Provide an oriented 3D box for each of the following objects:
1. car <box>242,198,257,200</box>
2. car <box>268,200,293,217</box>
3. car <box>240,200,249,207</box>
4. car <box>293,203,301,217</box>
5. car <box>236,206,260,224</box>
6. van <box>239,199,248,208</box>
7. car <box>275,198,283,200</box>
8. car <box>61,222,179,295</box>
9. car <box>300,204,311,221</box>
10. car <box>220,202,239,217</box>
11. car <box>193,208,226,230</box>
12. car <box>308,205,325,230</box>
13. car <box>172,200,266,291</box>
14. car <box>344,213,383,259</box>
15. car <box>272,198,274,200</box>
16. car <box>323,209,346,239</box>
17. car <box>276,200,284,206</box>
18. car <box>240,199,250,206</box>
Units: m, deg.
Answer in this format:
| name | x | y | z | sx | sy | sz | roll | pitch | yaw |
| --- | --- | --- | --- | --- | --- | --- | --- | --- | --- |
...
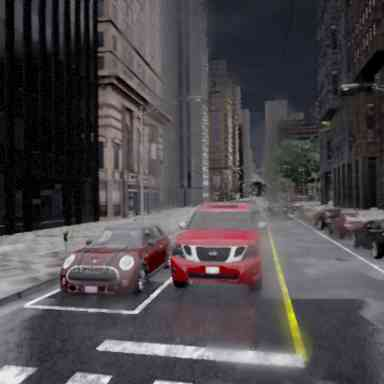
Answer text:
| name | x | y | z | sx | sy | sz | roll | pitch | yaw |
| --- | --- | --- | --- | --- | --- | --- | --- | --- | --- |
| car | 3.125 | 1.564 | 20.354 | 2.150 | 2.045 | 5.566 | -1 | -1 | 11 |
| car | 10.079 | 2.077 | 38.546 | 2.128 | 1.511 | 4.902 | -1 | -1 | 12 |
| car | 12.486 | 2.714 | 79.126 | 1.967 | 1.590 | 4.097 | -1 | -1 | 12 |
| car | 12.004 | 2.035 | 34.405 | 2.008 | 1.369 | 4.403 | -1 | -1 | 12 |
| car | 5.286 | 2.053 | 30.790 | 2.033 | 1.411 | 5.357 | -1 | -1 | 12 |
| van | 11.381 | 2.535 | 73.753 | 1.690 | 1.788 | 3.998 | -1 | -1 | 12 |
| car | 18.213 | 2.327 | 66.511 | 2.097 | 1.767 | 4.553 | -1 | -1 | 12 |
| car | -1.860 | 1.645 | 9.284 | 1.967 | 1.590 | 4.097 | -1 | -1 | 11 |
| car | 10.934 | 1.928 | 29.198 | 1.752 | 1.417 | 4.829 | -1 | -1 | 12 |
| car | 4.758 | 2.148 | 41.502 | 1.967 | 1.590 | 4.097 | -1 | -1 | 12 |
| car | 1.447 | 2.001 | 25.375 | 1.887 | 1.381 | 4.507 | -1 | -1 | 12 |
| car | 9.796 | 1.881 | 23.657 | 1.947 | 1.339 | 4.313 | -1 | -1 | 12 |
| car | 1.001 | 1.402 | 9.994 | 2.150 | 2.045 | 5.566 | -1 | -1 | 12 |
| car | 7.588 | 1.713 | 12.909 | 1.947 | 1.339 | 4.313 | -1 | -1 | 12 |
| car | 23.040 | 2.608 | 88.149 | 2.192 | 1.841 | 5.009 | -1 | -1 | 12 |
| car | 8.693 | 1.813 | 18.283 | 1.802 | 1.307 | 4.206 | -1 | -1 | 12 |
| car | 21.973 | 2.741 | 82.938 | 1.752 | 1.417 | 4.829 | -1 | -1 | 12 |
| car | 13.589 | 2.670 | 84.503 | 2.192 | 1.841 | 5.009 | -1 | -1 | 12 |
